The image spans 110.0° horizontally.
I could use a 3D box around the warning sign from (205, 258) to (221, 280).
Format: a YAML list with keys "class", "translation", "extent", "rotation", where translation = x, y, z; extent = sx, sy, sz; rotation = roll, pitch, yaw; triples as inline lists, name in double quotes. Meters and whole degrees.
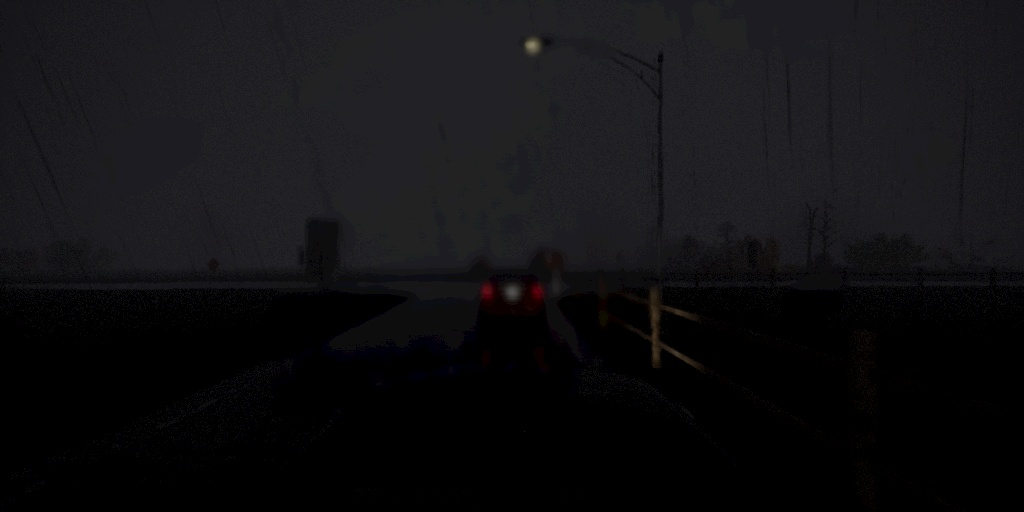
- class: "warning sign"
  translation: [-25.380, 1.097, 30.541]
  extent: [1.060, 1.860, 1.300]
  rotation: [0, 0, 0]

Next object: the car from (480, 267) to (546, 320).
- class: "car"
  translation: [0.065, 1.168, 13.136]
  extent: [2.097, 1.767, 4.553]
  rotation: [0, 0, 1]
